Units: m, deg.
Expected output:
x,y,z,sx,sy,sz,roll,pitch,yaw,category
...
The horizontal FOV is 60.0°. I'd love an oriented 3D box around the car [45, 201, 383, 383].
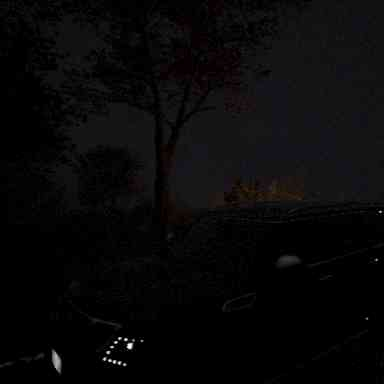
x,y,z,sx,sy,sz,roll,pitch,yaw,category
0.990,1.189,4.696,5.566,2.045,2.150,-1,0,-35,car
